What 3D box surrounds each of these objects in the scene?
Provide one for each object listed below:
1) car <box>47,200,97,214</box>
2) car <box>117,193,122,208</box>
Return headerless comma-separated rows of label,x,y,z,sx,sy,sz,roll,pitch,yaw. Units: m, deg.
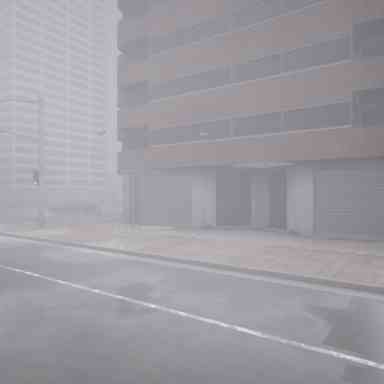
car,-13.011,1.547,36.519,2.033,1.411,5.357,0,0,35
car,-7.314,1.352,44.640,2.097,1.767,4.553,0,0,35
